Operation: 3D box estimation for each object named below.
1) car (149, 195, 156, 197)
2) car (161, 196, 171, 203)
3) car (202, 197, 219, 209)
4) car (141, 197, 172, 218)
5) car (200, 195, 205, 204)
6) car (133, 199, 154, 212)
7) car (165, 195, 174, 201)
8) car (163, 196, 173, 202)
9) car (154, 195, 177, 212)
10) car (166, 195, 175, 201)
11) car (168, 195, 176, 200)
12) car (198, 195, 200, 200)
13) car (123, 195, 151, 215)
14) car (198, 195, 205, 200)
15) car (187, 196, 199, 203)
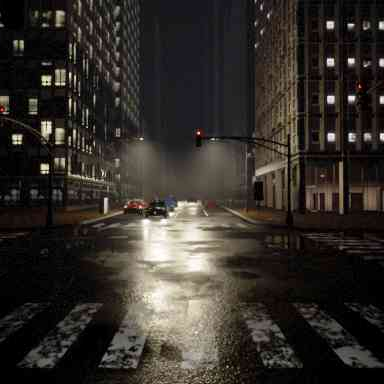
[{"bbox_3d":[-5.693,1.332,44.872,2.192,1.841,5.009,1,0,0],"label":"car"},{"bbox_3d":[-5.710,1.573,72.748,1.887,1.381,4.507,1,0,0],"label":"car"},{"bbox_3d":[2.682,1.599,44.938,1.802,1.307,4.206,1,0,0],"label":"car"},{"bbox_3d":[-3.113,1.516,30.304,1.837,1.490,4.892,0,0,0],"label":"car"},{"bbox_3d":[2.678,1.547,56.264,1.752,1.417,4.829,1,0,0],"label":"car"},{"bbox_3d":[-5.695,1.597,39.297,1.802,1.307,4.206,1,0,0],"label":"car"},{"bbox_3d":[-5.716,1.578,83.898,1.887,1.381,4.507,1,0,0],"label":"car"},{"bbox_3d":[-5.713,1.582,78.323,2.008,1.369,4.403,1,0,0],"label":"car"},{"bbox_3d":[-3.116,1.493,39.810,1.882,1.535,5.008,0,0,0],"label":"car"},{"bbox_3d":[-5.718,1.587,89.473,2.008,1.369,4.403,1,0,0],"label":"car"},{"bbox_3d":[-5.722,1.605,95.048,1.947,1.339,4.313,1,0,0],"label":"car"},{"bbox_3d":[2.675,1.590,61.671,1.947,1.339,4.313,1,0,0],"label":"car"},{"bbox_3d":[-5.690,1.453,33.722,1.967,1.590,4.097,1,0,0],"label":"car"},{"bbox_3d":[2.659,1.583,95.134,1.887,1.381,4.507,1,0,0],"label":"car"},{"bbox_3d":[0.043,1.589,70.996,1.994,1.385,4.181,0,0,0],"label":"car"}]
